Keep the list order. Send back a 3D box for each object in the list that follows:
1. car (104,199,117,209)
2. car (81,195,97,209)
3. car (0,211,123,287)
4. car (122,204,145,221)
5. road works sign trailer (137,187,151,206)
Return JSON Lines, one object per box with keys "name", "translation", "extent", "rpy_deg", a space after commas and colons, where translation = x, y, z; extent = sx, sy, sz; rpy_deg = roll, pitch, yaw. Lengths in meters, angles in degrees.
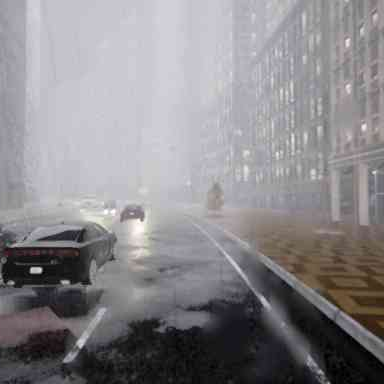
{"name": "car", "translation": [-12.261, 1.797, 50.100], "extent": [2.128, 1.511, 4.902], "rpy_deg": [0, 0, -12]}
{"name": "car", "translation": [-15.937, 1.529, 51.702], "extent": [2.150, 2.045, 5.566], "rpy_deg": [0, 0, -13]}
{"name": "car", "translation": [-3.443, 1.543, 9.605], "extent": [1.882, 1.535, 5.008], "rpy_deg": [0, 0, -2]}
{"name": "car", "translation": [-5.096, 1.746, 28.852], "extent": [1.994, 1.385, 4.181], "rpy_deg": [0, 0, -7]}
{"name": "road works sign trailer", "translation": [-9.654, 0.890, 66.755], "extent": [2.380, 3.560, 2.880], "rpy_deg": [0, 0, -17]}
